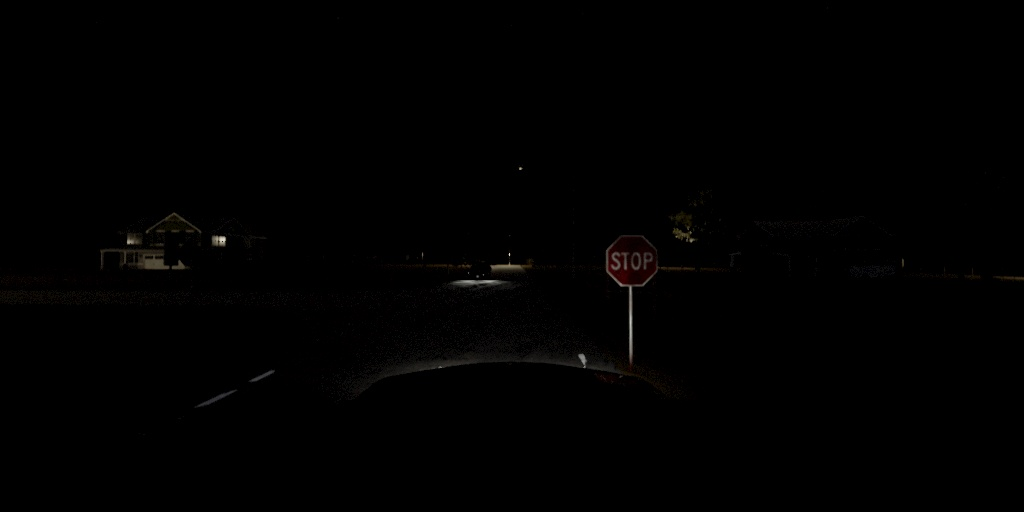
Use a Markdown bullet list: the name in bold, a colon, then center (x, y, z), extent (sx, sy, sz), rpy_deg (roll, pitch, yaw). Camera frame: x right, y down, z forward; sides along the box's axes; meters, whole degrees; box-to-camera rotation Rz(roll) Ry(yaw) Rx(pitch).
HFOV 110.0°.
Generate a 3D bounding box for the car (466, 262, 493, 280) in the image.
- **car**: center (-2.734, 1.316, 30.927), extent (1.837, 1.490, 4.892), rpy_deg (0, 2, 0)
